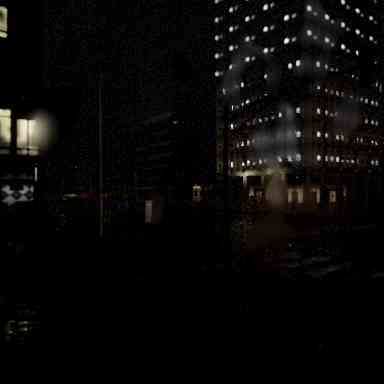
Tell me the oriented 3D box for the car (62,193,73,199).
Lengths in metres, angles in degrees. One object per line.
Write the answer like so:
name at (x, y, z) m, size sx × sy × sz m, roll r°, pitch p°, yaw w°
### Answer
car at (-32.290, 1.106, 86.194) m, size 1.752 × 1.417 × 4.829 m, roll 0°, pitch 0°, yaw -34°

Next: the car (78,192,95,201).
car at (-22.881, 0.977, 72.290) m, size 2.192 × 1.841 × 5.009 m, roll 0°, pitch 0°, yaw -34°

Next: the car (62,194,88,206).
car at (-17.402, 1.388, 49.244) m, size 1.947 × 1.339 × 4.313 m, roll 0°, pitch 0°, yaw -34°

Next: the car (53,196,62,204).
car at (-20.506, 1.346, 53.831) m, size 2.008 × 1.369 × 4.403 m, roll 0°, pitch 0°, yaw -34°

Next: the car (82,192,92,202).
car at (-20.070, 1.269, 63.508) m, size 2.033 × 1.411 × 5.357 m, roll 0°, pitch 1°, yaw -34°

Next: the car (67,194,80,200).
car at (-29.090, 1.159, 81.466) m, size 2.008 × 1.369 × 4.403 m, roll 0°, pitch 0°, yaw -34°

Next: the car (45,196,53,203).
car at (-26.716, 1.324, 63.007) m, size 1.802 × 1.307 × 4.206 m, roll 0°, pitch 0°, yaw -34°

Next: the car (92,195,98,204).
car at (-14.394, 1.248, 55.116) m, size 1.882 × 1.535 × 5.008 m, roll 0°, pitch 1°, yaw -34°

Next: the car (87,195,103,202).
car at (-19.776, 1.255, 67.704) m, size 1.947 × 1.339 × 4.313 m, roll 0°, pitch 0°, yaw -34°

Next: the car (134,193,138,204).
car at (-10.462, 1.083, 53.940) m, size 2.192 × 1.841 × 5.009 m, roll 0°, pitch 0°, yaw -34°

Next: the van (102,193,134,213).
van at (-8.088, 1.241, 35.481) m, size 1.690 × 1.788 × 3.998 m, roll 0°, pitch 0°, yaw -34°

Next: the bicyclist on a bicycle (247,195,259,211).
bicyclist on a bicycle at (6.301, 1.170, 34.415) m, size 1.656 × 1.620 × 0.582 m, roll -1°, pitch 1°, yaw -34°
